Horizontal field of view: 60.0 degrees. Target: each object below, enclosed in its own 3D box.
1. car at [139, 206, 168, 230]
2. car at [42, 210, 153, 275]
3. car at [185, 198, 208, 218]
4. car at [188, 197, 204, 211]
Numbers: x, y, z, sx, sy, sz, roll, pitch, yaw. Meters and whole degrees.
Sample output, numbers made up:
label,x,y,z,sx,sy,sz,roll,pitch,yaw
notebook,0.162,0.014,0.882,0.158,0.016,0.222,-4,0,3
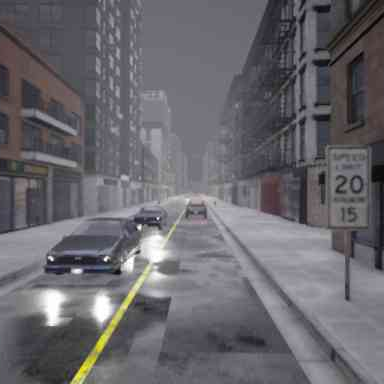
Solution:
label,x,y,z,sx,sy,sz,roll,pitch,yaw
car,-2.602,1.569,20.995,1.895,1.301,4.718,0,0,1
car,-2.741,1.528,10.684,2.033,1.411,5.357,0,0,1
car,0.396,1.458,29.594,2.128,1.511,4.902,0,0,1
car,0.520,1.425,41.560,1.882,1.535,5.008,0,0,1
